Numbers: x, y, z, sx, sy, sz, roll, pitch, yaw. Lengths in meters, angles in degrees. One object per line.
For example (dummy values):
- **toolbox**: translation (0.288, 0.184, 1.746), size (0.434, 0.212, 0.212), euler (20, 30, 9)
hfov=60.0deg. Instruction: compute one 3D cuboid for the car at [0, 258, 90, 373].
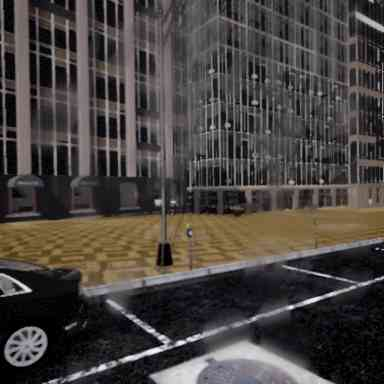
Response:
- **car**: translation (-3.527, 1.561, 4.039), size (4.403, 1.369, 2.008), euler (0, -1, -36)
